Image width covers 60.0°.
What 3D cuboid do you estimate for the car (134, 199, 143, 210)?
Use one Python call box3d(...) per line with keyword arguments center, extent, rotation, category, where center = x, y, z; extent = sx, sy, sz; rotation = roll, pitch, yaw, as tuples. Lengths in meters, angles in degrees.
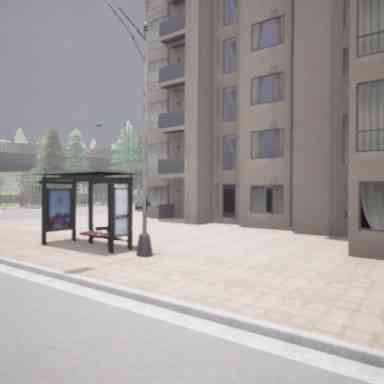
box3d(center=(-4.433, 1.339, 37.329), extent=(1.994, 1.385, 4.181), rotation=(0, 0, 39), category="car")
